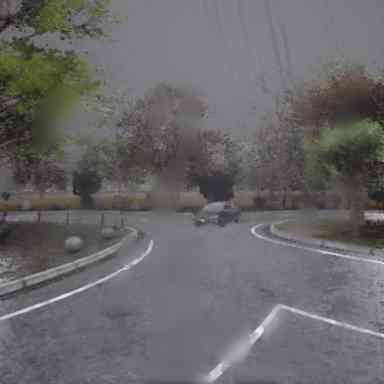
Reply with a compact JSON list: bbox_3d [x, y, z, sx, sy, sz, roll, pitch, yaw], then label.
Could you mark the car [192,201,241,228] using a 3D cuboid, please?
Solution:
[{"bbox_3d":[1.698,1.397,21.479,1.837,1.490,4.892,-3,-1,27],"label":"car"}]
